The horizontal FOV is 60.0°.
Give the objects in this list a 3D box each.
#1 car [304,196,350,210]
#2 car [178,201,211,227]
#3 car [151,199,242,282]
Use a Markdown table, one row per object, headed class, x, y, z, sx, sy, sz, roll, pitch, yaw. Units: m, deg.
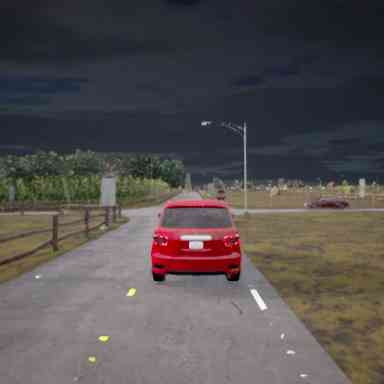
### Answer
| class | x | y | z | sx | sy | sz | roll | pitch | yaw |
| --- | --- | --- | --- | --- | --- | --- | --- | --- | --- |
| car | 14.420 | 1.157 | 35.735 | 4.674 | 1.442 | 1.812 | -1 | -1 | 0 |
| car | 0.156 | 1.457 | 23.298 | 2.033 | 1.411 | 5.357 | 0 | 1 | 0 |
| car | 0.115 | 1.221 | 9.849 | 2.150 | 2.045 | 5.566 | 0 | 0 | 1 |
